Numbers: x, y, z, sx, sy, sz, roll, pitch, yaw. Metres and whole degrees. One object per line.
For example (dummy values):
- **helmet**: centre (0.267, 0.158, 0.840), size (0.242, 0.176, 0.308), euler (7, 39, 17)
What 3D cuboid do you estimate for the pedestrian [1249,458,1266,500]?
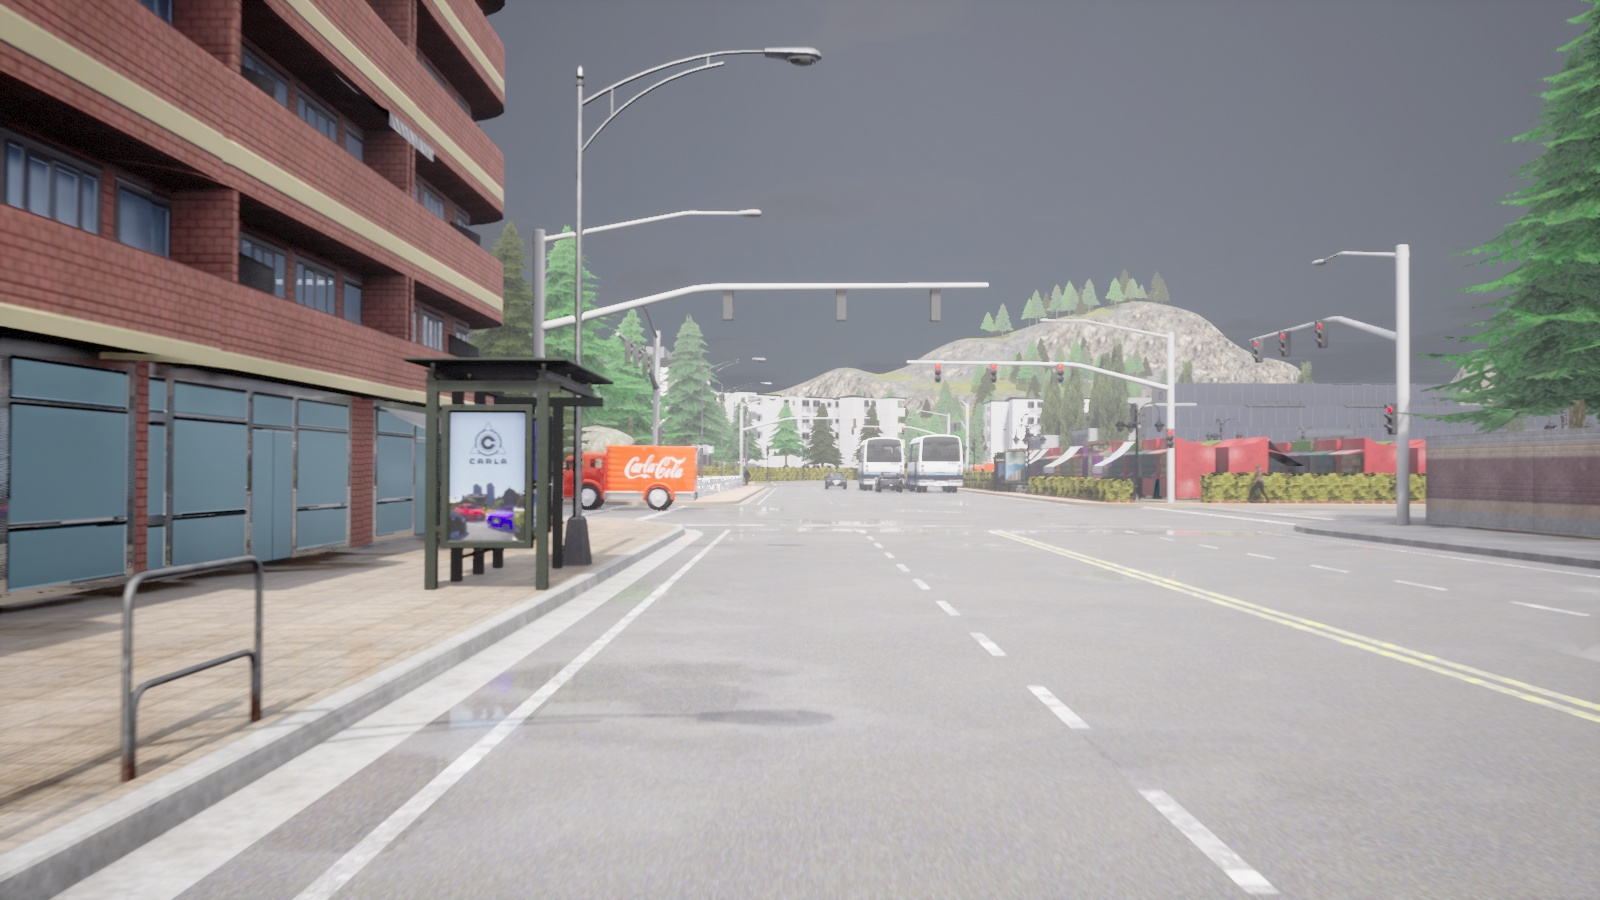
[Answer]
- **pedestrian**: centre (20.178, 1.259, 55.353), size (0.634, 1.846, 0.331), euler (0, -1, 3)

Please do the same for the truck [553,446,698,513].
- **truck**: centre (-6.581, 1.110, 47.878), size (5.204, 2.467, 2.627), euler (0, -1, -2)

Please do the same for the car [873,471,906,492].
- **car**: centre (6.699, 2.326, 94.516), size (2.128, 1.511, 4.902), euler (0, -1, 0)

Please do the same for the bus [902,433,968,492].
- **bus**: centre (10.192, 1.008, 96.239), size (3.944, 4.253, 10.273), euler (0, -1, 0)
